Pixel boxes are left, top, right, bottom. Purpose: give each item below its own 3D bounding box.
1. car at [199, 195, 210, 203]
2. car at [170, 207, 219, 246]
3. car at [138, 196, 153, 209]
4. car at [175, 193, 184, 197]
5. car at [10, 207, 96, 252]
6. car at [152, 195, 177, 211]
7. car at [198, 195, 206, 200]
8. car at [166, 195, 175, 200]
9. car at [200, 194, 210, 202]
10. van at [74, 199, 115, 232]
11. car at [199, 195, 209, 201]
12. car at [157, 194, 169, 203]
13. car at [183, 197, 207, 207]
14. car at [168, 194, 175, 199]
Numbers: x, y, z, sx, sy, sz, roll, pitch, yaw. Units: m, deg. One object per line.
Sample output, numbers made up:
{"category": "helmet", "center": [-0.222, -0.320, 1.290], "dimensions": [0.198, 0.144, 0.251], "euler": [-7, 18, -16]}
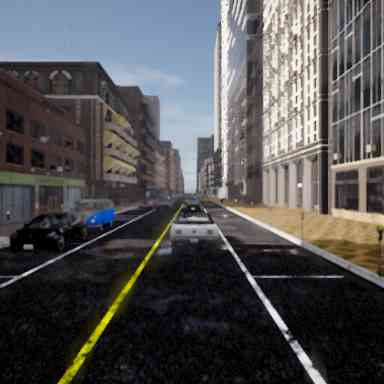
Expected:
{"category": "car", "center": [2.711, 1.369, 64.751], "dimensions": [1.752, 1.417, 4.829], "euler": [0, 0, 0]}
{"category": "car", "center": [0.097, 1.560, 14.932], "dimensions": [1.895, 1.301, 4.718], "euler": [0, 0, 0]}
{"category": "car", "center": [-5.677, 1.473, 41.990], "dimensions": [1.802, 1.307, 4.206], "euler": [0, 0, 0]}
{"category": "car", "center": [-2.974, 0.955, 79.297], "dimensions": [1.812, 1.442, 4.674], "euler": [0, 0, 0]}
{"category": "car", "center": [-5.687, 1.529, 13.747], "dimensions": [1.947, 1.339, 4.313], "euler": [0, 0, 0]}
{"category": "car", "center": [-3.086, 1.446, 38.679], "dimensions": [2.033, 1.411, 5.357], "euler": [0, 0, 0]}
{"category": "car", "center": [2.718, 1.368, 87.176], "dimensions": [1.947, 1.339, 4.313], "euler": [0, 0, 0]}
{"category": "car", "center": [-5.663, 1.368, 87.178], "dimensions": [1.947, 1.339, 4.313], "euler": [0, 0, 0]}
{"category": "car", "center": [2.713, 1.273, 70.229], "dimensions": [1.967, 1.590, 4.097], "euler": [0, 0, 0]}
{"category": "van", "center": [-5.685, 1.289, 19.395], "dimensions": [1.690, 1.788, 3.998], "euler": [0, 0, 0]}
{"category": "car", "center": [2.714, 1.373, 75.879], "dimensions": [2.008, 1.369, 4.403], "euler": [0, 0, 0]}
{"category": "car", "center": [-5.670, 1.285, 64.584], "dimensions": [1.967, 1.590, 4.097], "euler": [0, 0, 0]}
{"category": "car", "center": [0.104, 1.477, 32.164], "dimensions": [1.994, 1.385, 4.181], "euler": [0, 0, 0]}
{"category": "car", "center": [-5.661, 1.319, 92.657], "dimensions": [1.752, 1.417, 4.829], "euler": [0, 0, 0]}
